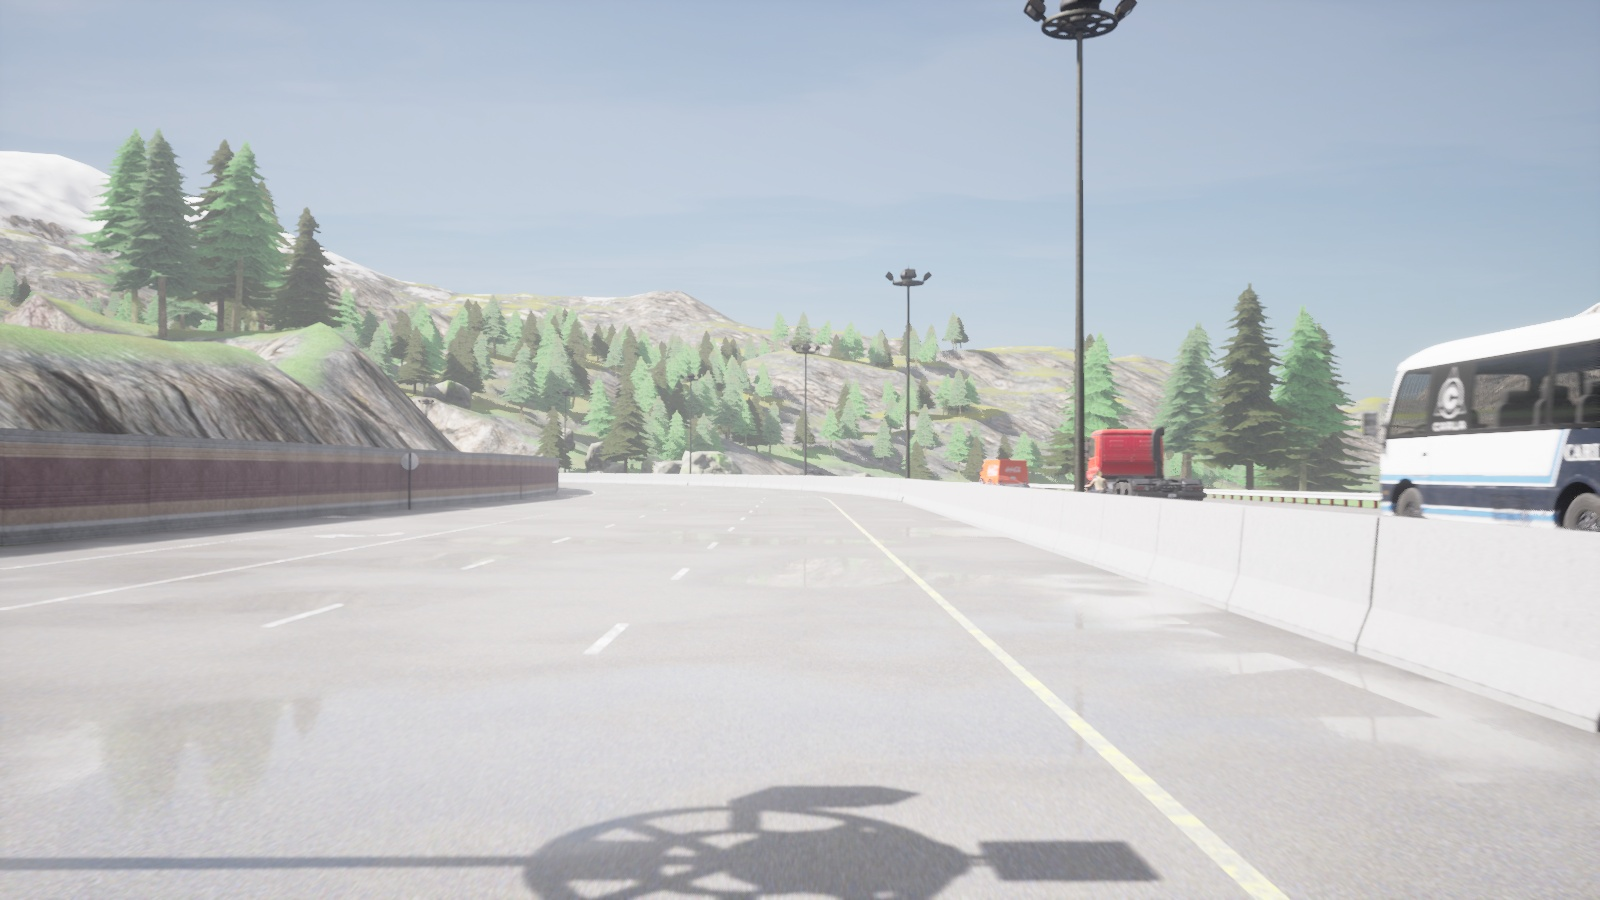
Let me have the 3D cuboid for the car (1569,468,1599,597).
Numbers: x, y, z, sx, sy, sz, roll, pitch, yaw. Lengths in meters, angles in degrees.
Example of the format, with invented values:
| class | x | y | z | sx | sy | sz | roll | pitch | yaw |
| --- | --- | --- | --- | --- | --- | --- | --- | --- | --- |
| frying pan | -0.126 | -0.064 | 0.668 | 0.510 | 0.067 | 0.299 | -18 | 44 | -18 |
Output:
| class | x | y | z | sx | sy | sz | roll | pitch | yaw |
| --- | --- | --- | --- | --- | --- | --- | --- | --- | --- |
| car | 10.469 | 0.940 | 13.175 | 2.007 | 1.525 | 4.514 | 0 | -1 | 0 |

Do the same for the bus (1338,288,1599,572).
| class | x | y | z | sx | sy | sz | roll | pitch | yaw |
| --- | --- | --- | --- | --- | --- | --- | --- | --- | --- |
| bus | 13.942 | -0.238 | 22.703 | 3.944 | 4.253 | 10.273 | 0 | -1 | 0 |

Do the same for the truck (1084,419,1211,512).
| class | x | y | z | sx | sy | sz | roll | pitch | yaw |
| --- | --- | --- | --- | --- | --- | --- | --- | --- | --- |
| truck | 13.876 | 0.629 | 50.859 | 2.891 | 3.462 | 7.936 | 0 | -1 | 0 |

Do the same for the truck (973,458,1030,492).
| class | x | y | z | sx | sy | sz | roll | pitch | yaw |
| --- | --- | --- | --- | --- | --- | --- | --- | --- | --- |
| truck | 14.928 | 1.829 | 93.270 | 2.627 | 2.467 | 5.204 | 0 | -1 | -10 |
